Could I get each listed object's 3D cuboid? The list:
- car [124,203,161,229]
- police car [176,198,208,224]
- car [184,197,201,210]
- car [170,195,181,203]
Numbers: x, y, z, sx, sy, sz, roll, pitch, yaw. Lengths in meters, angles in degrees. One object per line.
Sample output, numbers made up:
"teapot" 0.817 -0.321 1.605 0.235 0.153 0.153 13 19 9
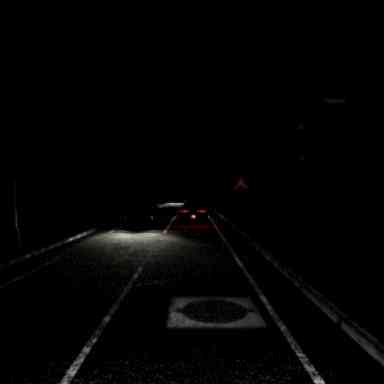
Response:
"car" -3.095 1.435 21.516 1.882 1.535 5.008 0 0 0
"police car" 0.102 1.454 24.522 2.038 1.542 4.974 0 0 0
"car" 0.096 1.408 42.252 2.033 1.411 5.357 0 0 0
"car" -3.025 1.258 62.807 2.128 1.511 4.902 0 0 1
